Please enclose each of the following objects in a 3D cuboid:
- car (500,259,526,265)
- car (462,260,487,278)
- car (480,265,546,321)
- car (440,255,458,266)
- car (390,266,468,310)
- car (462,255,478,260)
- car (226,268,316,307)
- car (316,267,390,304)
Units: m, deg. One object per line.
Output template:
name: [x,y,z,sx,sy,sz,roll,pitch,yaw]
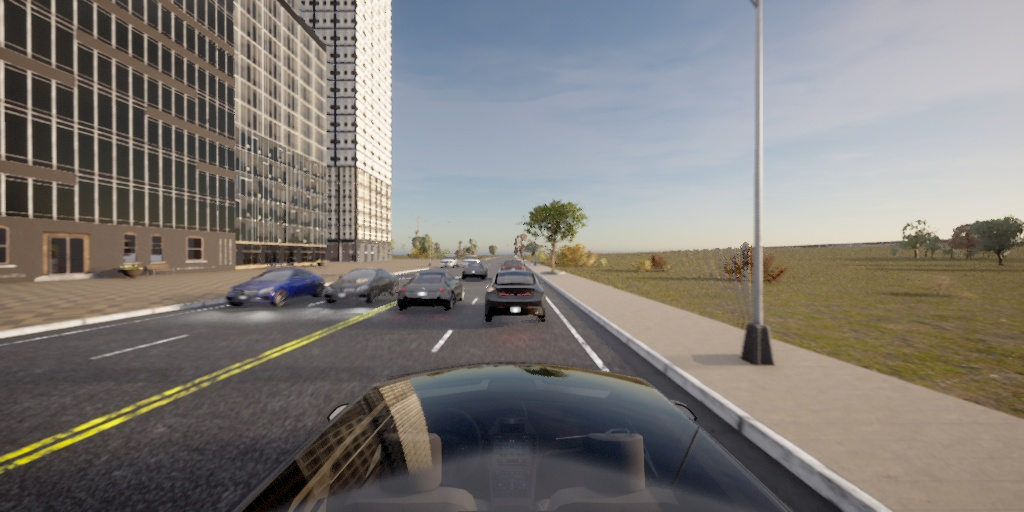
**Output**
car: [0.096,1.054,30.412,2.097,1.767,4.553,0,0,0]
car: [-3.156,1.264,31.322,1.994,1.385,4.181,0,0,0]
car: [0.098,1.237,12.377,1.837,1.490,4.892,0,0,0]
car: [-9.815,0.877,56.296,2.150,2.045,5.566,0,0,1]
car: [-3.152,1.292,14.560,1.994,1.385,4.181,0,0,0]
car: [-6.568,0.876,57.130,2.150,2.045,5.566,0,0,1]
car: [-9.853,1.252,15.455,1.812,1.442,4.674,0,0,0]
car: [-6.602,1.251,16.248,1.812,1.442,4.674,0,0,0]
